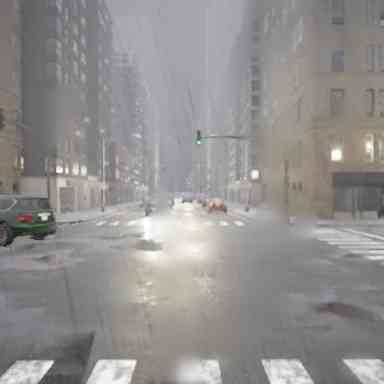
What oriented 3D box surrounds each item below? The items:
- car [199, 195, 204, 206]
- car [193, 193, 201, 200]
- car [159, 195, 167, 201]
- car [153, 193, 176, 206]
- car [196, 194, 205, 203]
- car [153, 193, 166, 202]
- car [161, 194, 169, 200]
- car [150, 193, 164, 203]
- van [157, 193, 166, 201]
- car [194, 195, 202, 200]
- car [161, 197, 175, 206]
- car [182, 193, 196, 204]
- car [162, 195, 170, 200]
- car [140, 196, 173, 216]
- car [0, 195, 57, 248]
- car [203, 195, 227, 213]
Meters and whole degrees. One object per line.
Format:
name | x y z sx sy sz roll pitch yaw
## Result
car | 2.327 1.443 46.654 1.802 1.307 4.206 0 0 -1
car | 1.337 1.145 91.878 2.192 1.841 5.009 0 0 -1
car | -6.940 1.414 80.402 1.802 1.307 4.206 0 0 -1
car | -3.408 1.229 40.939 2.097 1.767 4.553 0 0 -1
car | 2.079 1.418 57.957 1.802 1.307 4.206 0 0 -1
car | -6.693 1.148 69.092 2.192 1.841 5.009 0 0 -1
car | -7.060 1.357 85.888 1.752 1.417 4.829 0 0 -1
car | -6.569 1.148 63.436 2.192 1.841 5.009 0 0 -1
van | -6.817 1.174 74.748 1.690 1.788 3.998 0 0 -1
car | 1.461 1.413 86.225 1.802 1.307 4.206 0 0 -1
car | -3.620 1.415 50.686 1.994 1.385 4.181 0 0 -1
car | -0.836 1.399 60.592 1.994 1.385 4.181 0 0 -1
car | -7.187 1.412 91.713 1.802 1.307 4.206 0 0 -1
car | -3.258 1.395 31.305 2.128 1.511 4.902 0 0 -1
car | -8.661 1.175 14.607 5.566 2.045 2.150 0 -2 18
car | 2.575 1.332 35.346 1.967 1.590 4.097 0 0 -1
